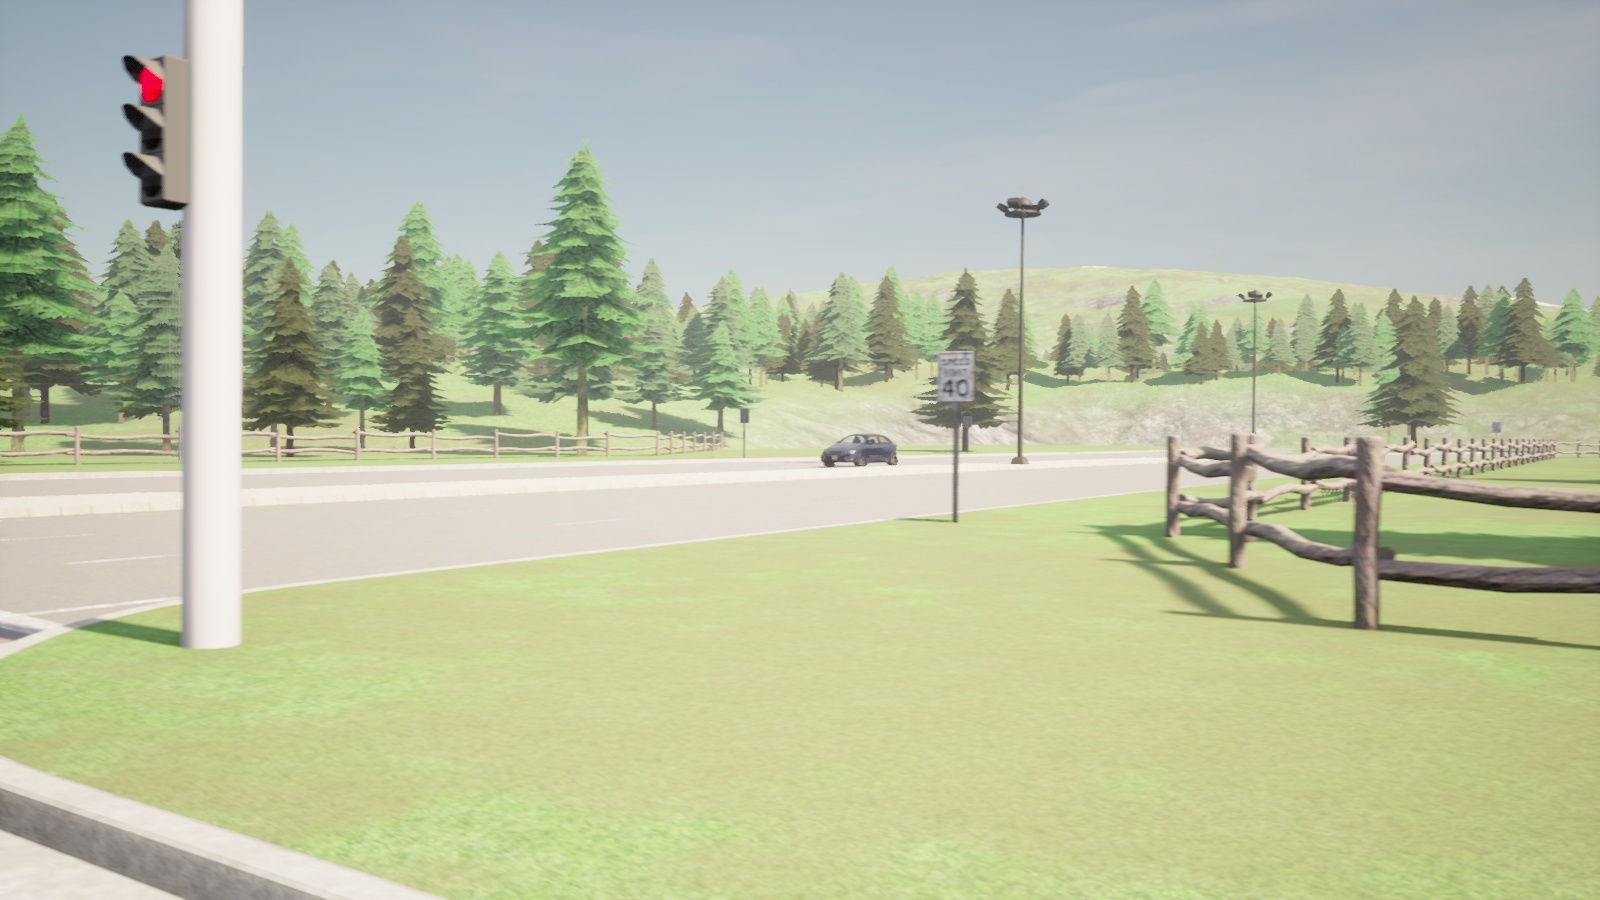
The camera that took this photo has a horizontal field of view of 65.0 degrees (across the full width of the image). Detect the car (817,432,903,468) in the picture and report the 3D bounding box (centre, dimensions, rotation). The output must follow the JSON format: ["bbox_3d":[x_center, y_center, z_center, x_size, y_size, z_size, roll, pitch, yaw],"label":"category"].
[{"bbox_3d":[2.616,-0.014,53.848,1.816,1.474,4.193,0,1,34],"label":"car"}]
